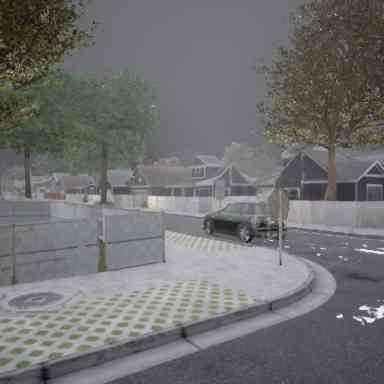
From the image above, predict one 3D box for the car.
[{"bbox_3d":[2.400,1.276,15.923,2.097,1.767,4.553,1,0,-27],"label":"car"}]
